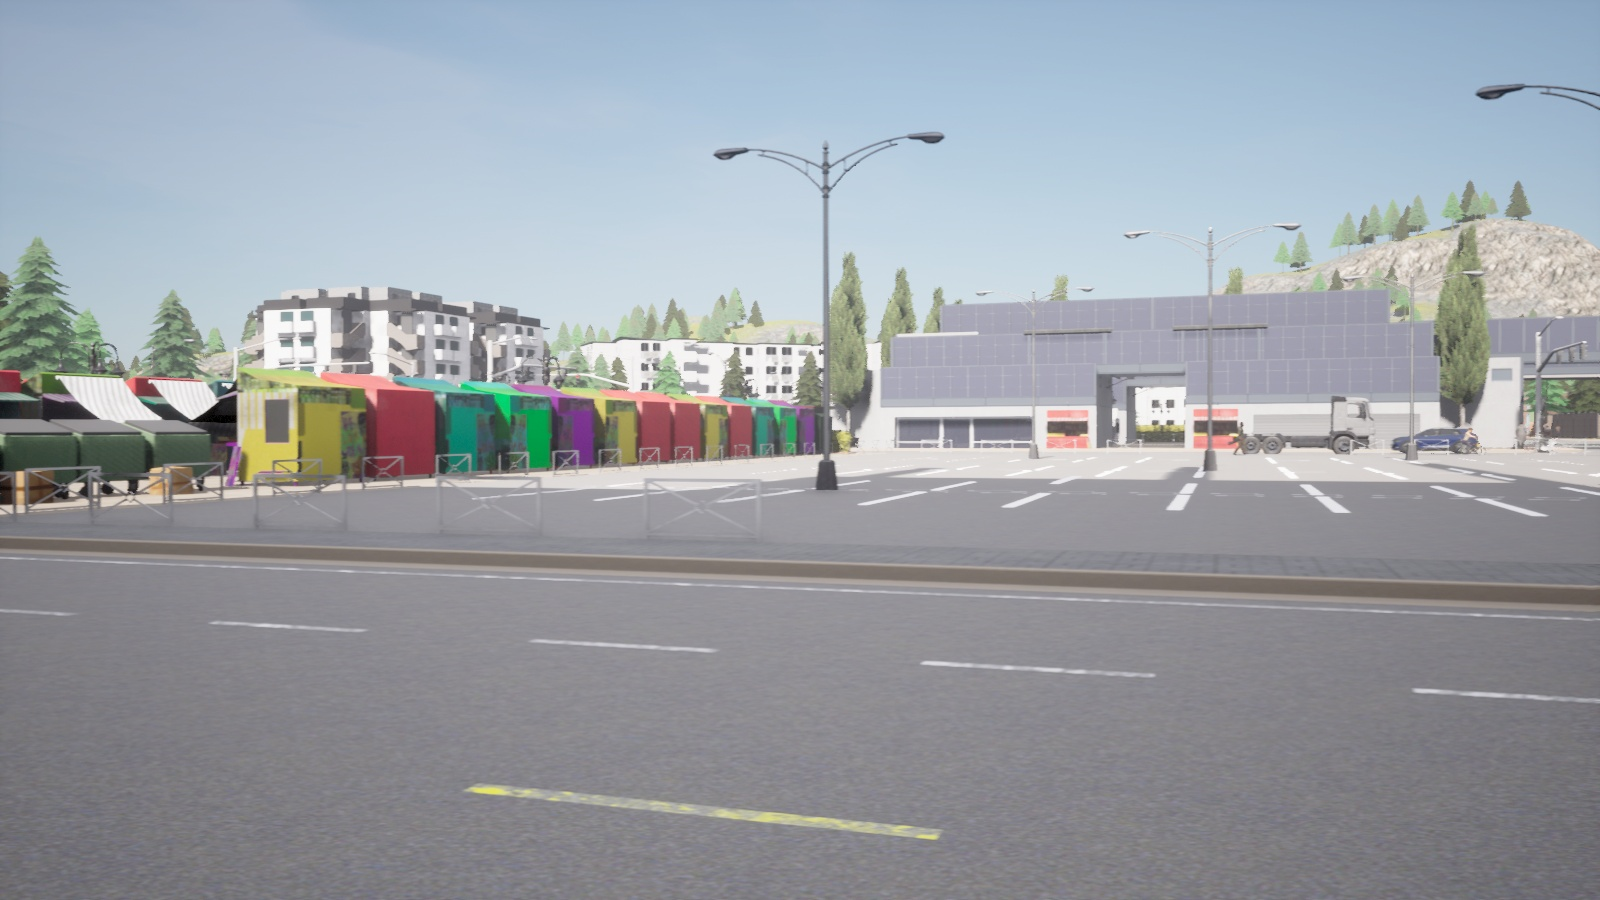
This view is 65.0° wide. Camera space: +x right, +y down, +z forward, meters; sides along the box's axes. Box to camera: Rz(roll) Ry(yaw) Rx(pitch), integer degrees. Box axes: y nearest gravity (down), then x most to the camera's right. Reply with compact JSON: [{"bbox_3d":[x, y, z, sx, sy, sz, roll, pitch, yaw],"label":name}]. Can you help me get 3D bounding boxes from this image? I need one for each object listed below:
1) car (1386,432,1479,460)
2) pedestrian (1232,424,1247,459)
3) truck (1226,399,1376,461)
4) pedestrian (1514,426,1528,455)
[{"bbox_3d":[38.816,-0.278,77.214,4.856,1.649,2.033,1,1,20],"label":"car"},{"bbox_3d":[23.782,-0.460,67.943,0.692,1.930,0.395,0,1,17],"label":"pedestrian"},{"bbox_3d":[29.120,-1.164,73.310,7.936,3.462,2.891,1,1,20],"label":"truck"},{"bbox_3d":[48.288,-0.625,84.110,0.659,1.952,0.873,1,1,37],"label":"pedestrian"}]
